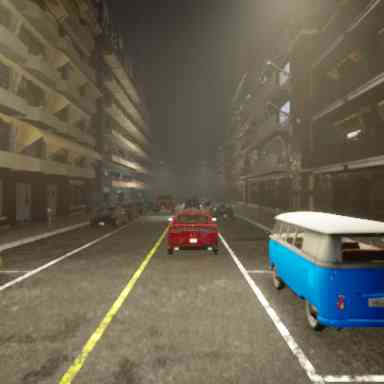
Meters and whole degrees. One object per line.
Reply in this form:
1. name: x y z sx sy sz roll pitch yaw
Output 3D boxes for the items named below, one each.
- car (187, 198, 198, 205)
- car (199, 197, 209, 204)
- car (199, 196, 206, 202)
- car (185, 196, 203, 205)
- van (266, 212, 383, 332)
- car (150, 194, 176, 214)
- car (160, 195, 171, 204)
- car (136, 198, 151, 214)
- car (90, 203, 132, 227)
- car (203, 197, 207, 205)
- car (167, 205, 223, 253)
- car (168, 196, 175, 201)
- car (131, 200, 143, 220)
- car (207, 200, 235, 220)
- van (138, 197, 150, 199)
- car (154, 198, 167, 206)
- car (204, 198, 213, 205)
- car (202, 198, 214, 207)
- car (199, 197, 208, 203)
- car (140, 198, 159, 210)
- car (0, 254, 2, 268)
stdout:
1. car: 0.034 1.784 64.042 1.994 1.385 4.181 0 0 0
2. car: 2.607 1.800 72.925 1.887 1.381 4.507 -1 0 0
3. car: 2.595 1.823 84.142 1.752 1.417 4.829 -1 0 0
4. car: 0.050 1.514 47.839 2.097 1.767 4.553 0 0 0
5. van: 2.674 1.363 6.646 1.690 1.788 3.998 -1 0 0
6. car: -3.040 1.261 37.807 2.150 2.045 5.566 0 0 0
7. car: -5.777 1.570 72.930 2.192 1.841 5.009 -1 0 0
8. car: -5.734 1.660 34.266 1.887 1.381 4.507 -1 0 0
9. car: -5.722 1.643 23.219 1.947 1.339 4.313 0 0 0
10. car: 2.629 1.724 50.832 2.008 1.369 4.403 -1 0 0
11. car: 0.020 1.523 13.877 1.882 1.535 5.008 0 0 -1
12. car: -5.797 1.922 95.024 1.802 1.307 4.206 -1 0 0
13. car: -5.728 1.641 28.743 1.887 1.381 4.507 0 0 0
14. car: 2.652 1.646 28.738 2.008 1.369 4.403 -1 0 0
15. van: -5.742 1.475 39.791 1.690 1.788 3.998 -1 0 0
16. car: -5.763 1.780 61.884 1.947 1.339 4.313 -1 0 0
17. car: 2.647 1.665 34.261 2.008 1.369 4.403 -1 0 0
18. car: 2.623 1.719 56.526 1.752 1.417 4.829 -1 0 0
19. car: 2.601 1.827 78.448 2.008 1.369 4.403 -1 0 0
20. car: -5.747 1.594 45.314 1.967 1.590 4.097 -1 0 0
21. car: -5.706 1.547 6.479 1.752 1.417 4.829 0 0 0
